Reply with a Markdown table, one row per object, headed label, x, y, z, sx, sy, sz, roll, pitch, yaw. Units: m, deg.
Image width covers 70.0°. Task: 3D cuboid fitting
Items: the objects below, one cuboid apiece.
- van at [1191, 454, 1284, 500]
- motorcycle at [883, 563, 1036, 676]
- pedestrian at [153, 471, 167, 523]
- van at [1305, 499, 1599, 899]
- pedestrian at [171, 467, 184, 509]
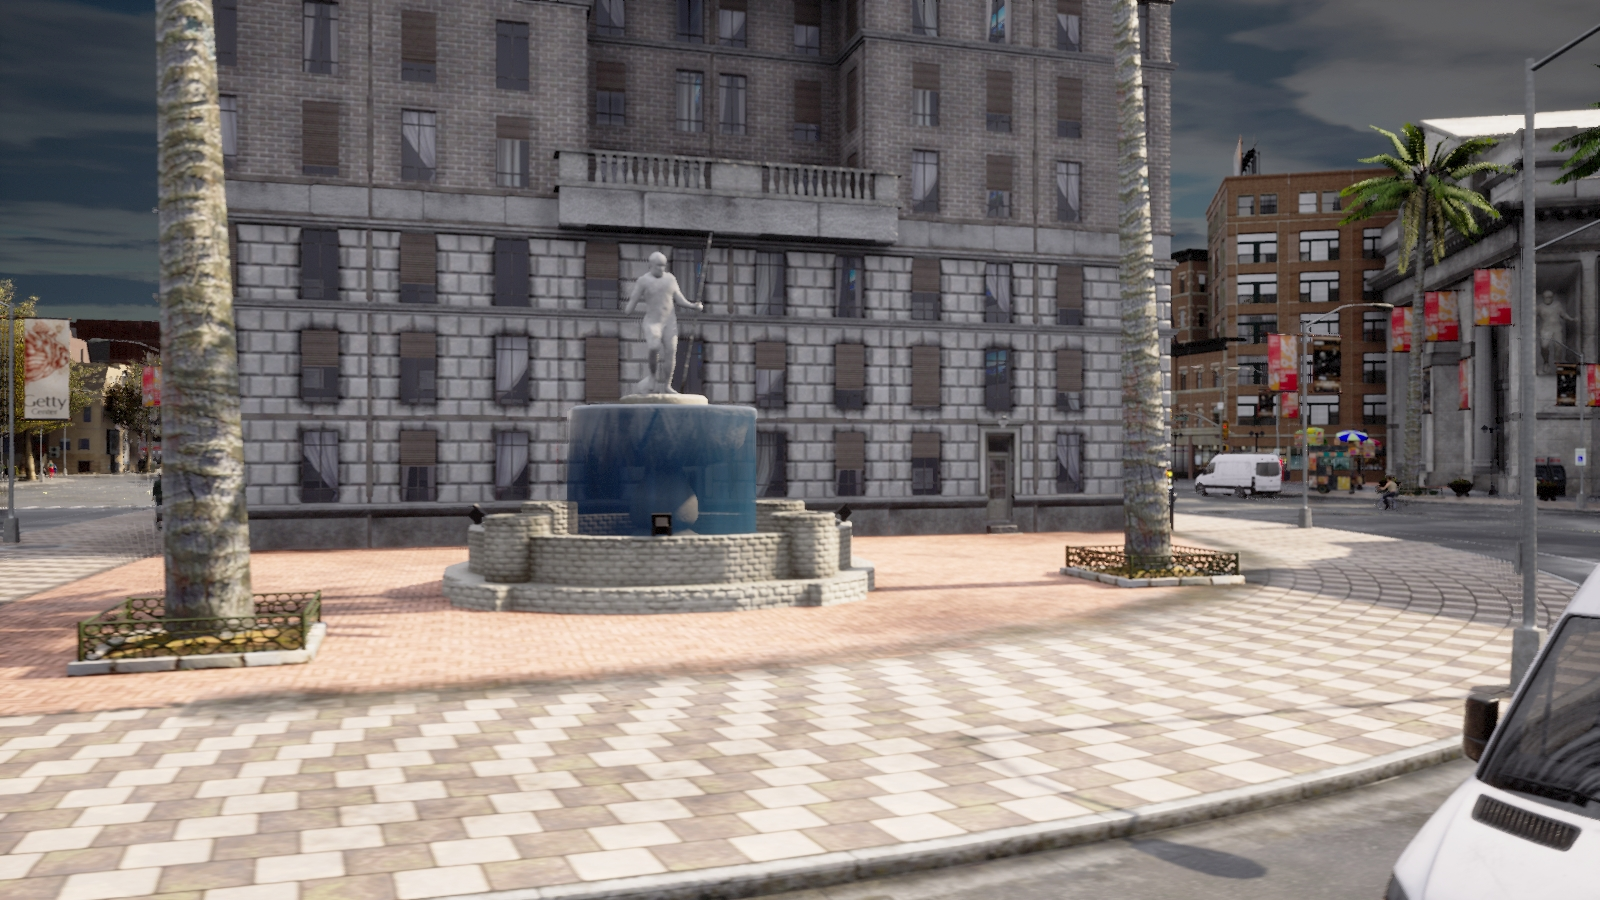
| label | x | y | z | sx | sy | sz | roll | pitch | yaw |
| --- | --- | --- | --- | --- | --- | --- | --- | --- | --- |
| van | 25.613 | 1.518 | 67.179 | 1.988 | 2.561 | 5.915 | 0 | 0 | -16 |
| motorcycle | 2.091 | 2.180 | 14.953 | 1.805 | 1.236 | 0.856 | 0 | -1 | -27 |
| pedestrian | -23.329 | 1.704 | 41.666 | 0.375 | 1.860 | 0.375 | 0 | 0 | -17 |
| van | 5.093 | 1.531 | 5.279 | 5.915 | 2.561 | 1.988 | 0 | 0 | -31 |
| pedestrian | -27.763 | 1.705 | 50.960 | 0.375 | 1.860 | 0.375 | 0 | 0 | 8 |
